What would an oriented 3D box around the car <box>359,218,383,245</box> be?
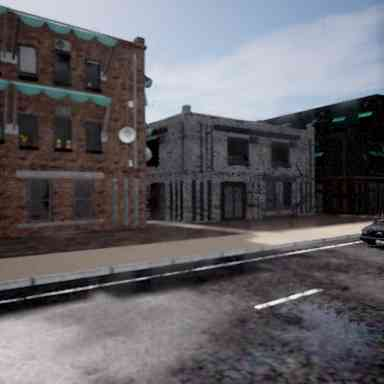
[{"bbox_3d":[9.437,1.539,14.400,5.357,1.411,2.033,0,0,-35],"label":"car"}]
